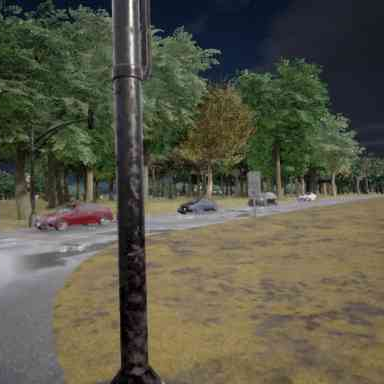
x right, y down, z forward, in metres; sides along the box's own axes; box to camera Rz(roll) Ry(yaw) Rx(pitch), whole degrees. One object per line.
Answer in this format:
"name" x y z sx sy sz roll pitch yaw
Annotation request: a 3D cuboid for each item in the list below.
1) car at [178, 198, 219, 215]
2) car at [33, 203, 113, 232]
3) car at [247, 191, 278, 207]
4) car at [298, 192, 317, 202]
"car" 0.607 1.217 28.971 1.994 1.385 4.181 -3 -1 37
"car" -6.658 1.370 19.111 1.812 1.442 4.674 -3 -1 34
"car" 8.306 0.810 39.090 2.097 1.767 4.553 -3 -1 37
"car" 17.896 0.793 51.526 1.812 1.442 4.674 -3 -1 37
